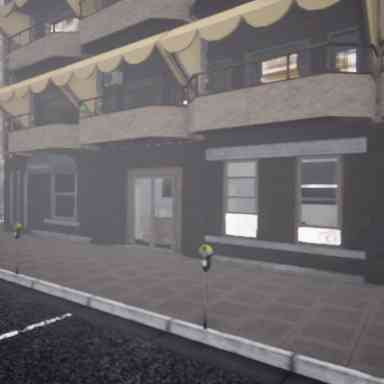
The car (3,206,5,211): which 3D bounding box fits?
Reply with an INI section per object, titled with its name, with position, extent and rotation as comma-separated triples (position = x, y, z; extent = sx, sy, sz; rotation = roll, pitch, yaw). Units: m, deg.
[car]
position = -20.626, 1.596, 40.419
extent = 1.967, 1.590, 4.097
rotation = 0, -1, 35
